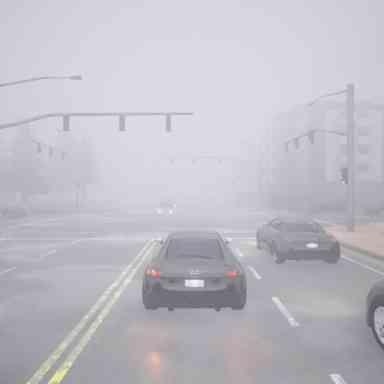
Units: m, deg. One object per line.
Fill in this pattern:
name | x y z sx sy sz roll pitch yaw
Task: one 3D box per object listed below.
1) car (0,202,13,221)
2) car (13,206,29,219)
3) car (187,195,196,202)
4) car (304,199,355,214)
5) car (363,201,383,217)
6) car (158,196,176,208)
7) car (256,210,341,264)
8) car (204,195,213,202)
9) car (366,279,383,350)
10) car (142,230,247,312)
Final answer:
car | -15.642 1.492 23.035 4.902 1.511 2.128 0 0 -1
car | -15.710 1.492 26.665 4.902 1.511 2.128 0 0 -3
car | -0.041 1.392 71.327 1.994 1.385 4.181 0 0 0
car | 14.161 1.490 34.388 4.902 1.511 2.128 0 0 -1
car | 18.543 1.505 31.002 4.892 1.490 1.837 0 0 -2
car | -3.610 1.526 47.134 1.812 1.442 4.674 0 0 0
car | 3.575 1.564 11.904 1.994 1.385 4.181 0 0 0
car | 3.459 1.363 71.343 2.128 1.511 4.902 0 0 0
car | 3.599 1.503 3.203 1.837 1.490 4.892 0 -1 0
car | 0.055 1.564 7.819 1.994 1.385 4.181 0 0 0
